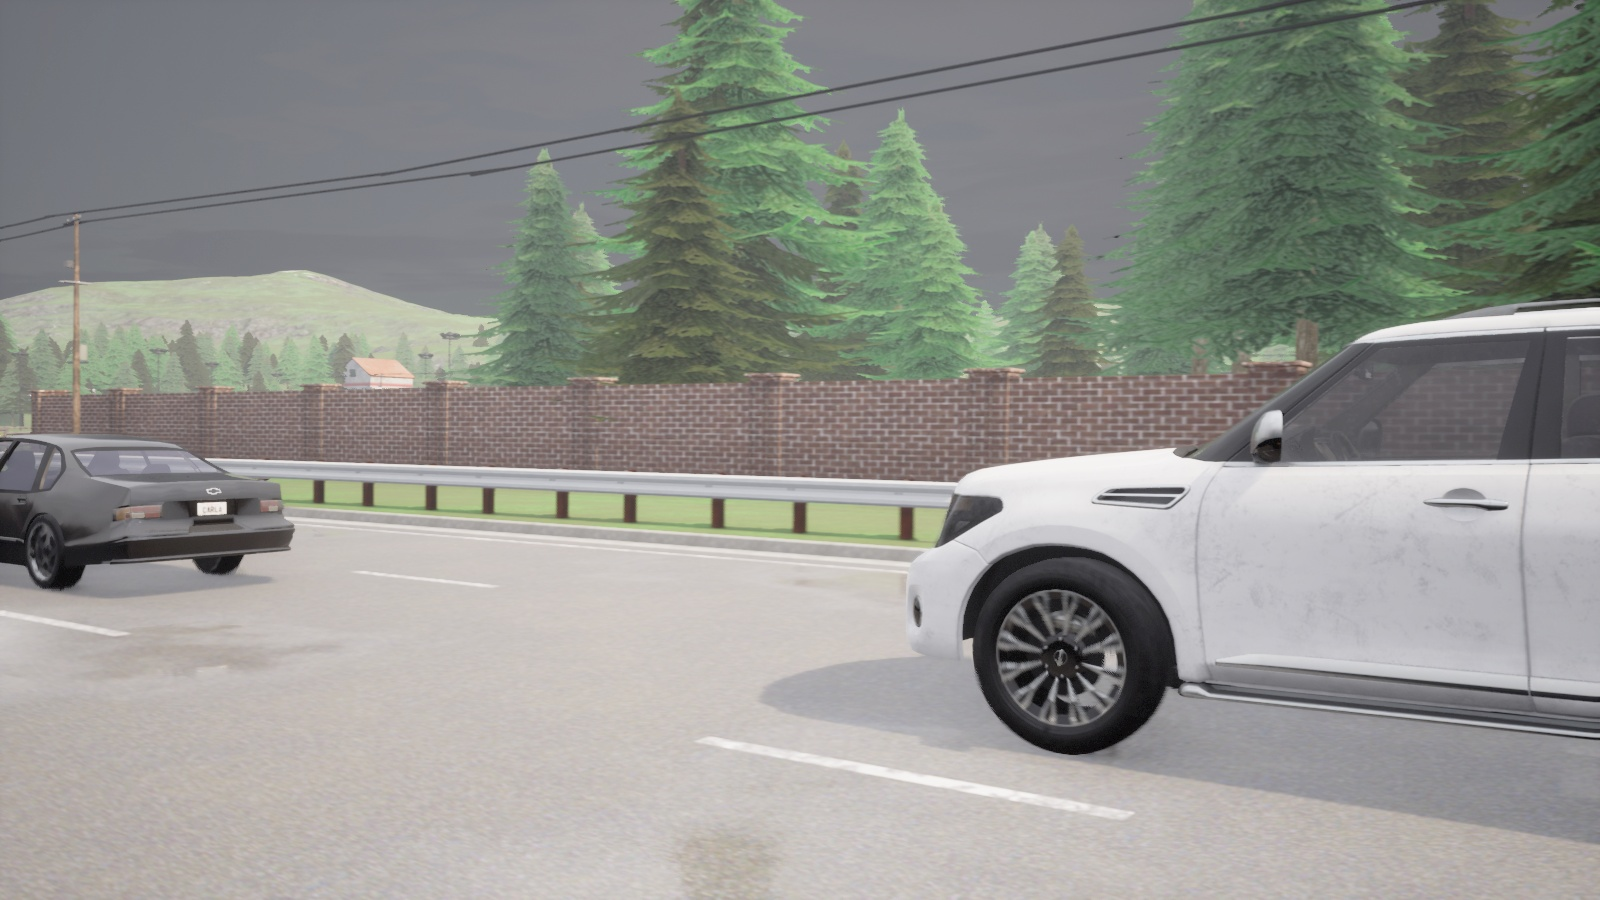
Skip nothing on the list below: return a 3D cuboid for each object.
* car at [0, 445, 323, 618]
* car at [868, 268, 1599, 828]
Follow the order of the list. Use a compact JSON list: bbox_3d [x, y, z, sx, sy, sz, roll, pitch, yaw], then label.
[{"bbox_3d":[-7.397,0.672,12.740,5.357,1.411,2.033,0,1,34],"label":"car"},{"bbox_3d":[3.264,0.344,5.651,5.566,2.045,2.150,0,1,34],"label":"car"}]
